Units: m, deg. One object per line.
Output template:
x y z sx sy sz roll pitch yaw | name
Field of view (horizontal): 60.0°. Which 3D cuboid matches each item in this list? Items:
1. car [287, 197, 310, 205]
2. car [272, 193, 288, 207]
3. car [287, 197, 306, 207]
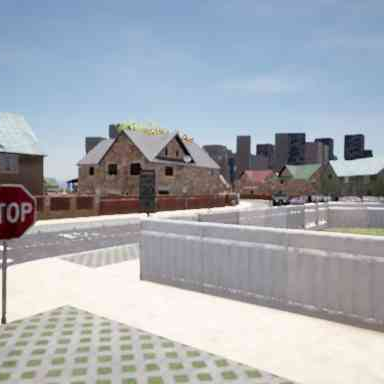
12.545 1.571 38.457 1.994 1.385 4.181 2 1 23 | car
12.274 1.152 45.973 2.150 2.045 5.566 2 0 15 | car
16.131 1.568 51.419 1.895 1.301 4.718 1 0 7 | car
